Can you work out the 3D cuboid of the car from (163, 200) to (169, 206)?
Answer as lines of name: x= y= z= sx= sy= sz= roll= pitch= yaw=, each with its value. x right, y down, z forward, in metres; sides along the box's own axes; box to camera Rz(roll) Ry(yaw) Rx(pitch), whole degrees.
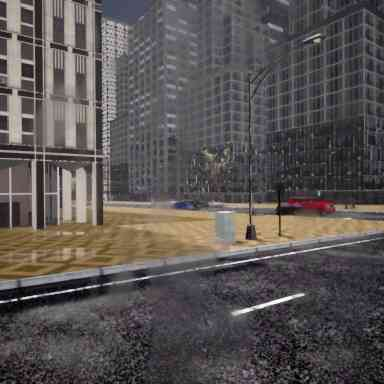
car: x=-4.378 y=2.252 z=69.890 sx=1.812 sy=1.442 sz=4.674 roll=-1 pitch=-1 yaw=-35

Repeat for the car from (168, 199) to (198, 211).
car: x=-1.507 y=2.254 z=54.478 sx=1.812 sy=1.442 sz=4.674 roll=-1 pitch=-1 yaw=-35

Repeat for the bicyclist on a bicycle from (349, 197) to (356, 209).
bicyclist on a bicycle: x=21.996 y=1.578 z=45.642 sx=1.656 sy=1.620 sz=0.582 roll=-1 pitch=0 yaw=-35

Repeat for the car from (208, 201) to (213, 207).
car: x=1.304 y=2.305 z=61.971 sx=1.994 sy=1.385 sz=4.181 roll=-1 pitch=-1 yaw=-35

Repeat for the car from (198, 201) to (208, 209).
car: x=0.173 y=2.234 z=57.746 sx=1.837 sy=1.490 sz=4.892 roll=-1 pitch=-1 yaw=-35

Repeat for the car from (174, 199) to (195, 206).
car: x=-1.726 y=2.224 z=71.769 sx=2.128 sy=1.511 sz=4.902 roll=-1 pitch=-1 yaw=-35

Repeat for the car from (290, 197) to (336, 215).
car: x=13.710 y=1.579 z=38.564 sx=2.150 sy=2.045 sz=5.566 roll=-1 pitch=-1 yaw=-35

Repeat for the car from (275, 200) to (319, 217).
car: x=11.217 y=1.946 z=36.467 sx=1.994 sy=1.385 sz=4.181 roll=-1 pitch=-1 yaw=-35

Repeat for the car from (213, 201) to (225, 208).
car: x=4.040 y=2.310 z=63.634 sx=1.895 sy=1.301 sz=4.718 roll=-1 pitch=-1 yaw=-35
